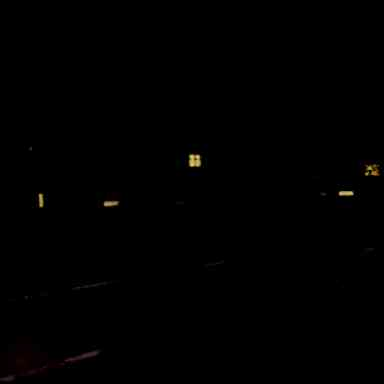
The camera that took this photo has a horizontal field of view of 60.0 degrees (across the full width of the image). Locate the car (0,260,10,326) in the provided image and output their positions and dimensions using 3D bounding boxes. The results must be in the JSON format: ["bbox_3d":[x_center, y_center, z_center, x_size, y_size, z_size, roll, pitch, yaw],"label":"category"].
[{"bbox_3d":[-5.089,1.502,4.048,5.008,1.535,1.882,-1,1,-36],"label":"car"}]
